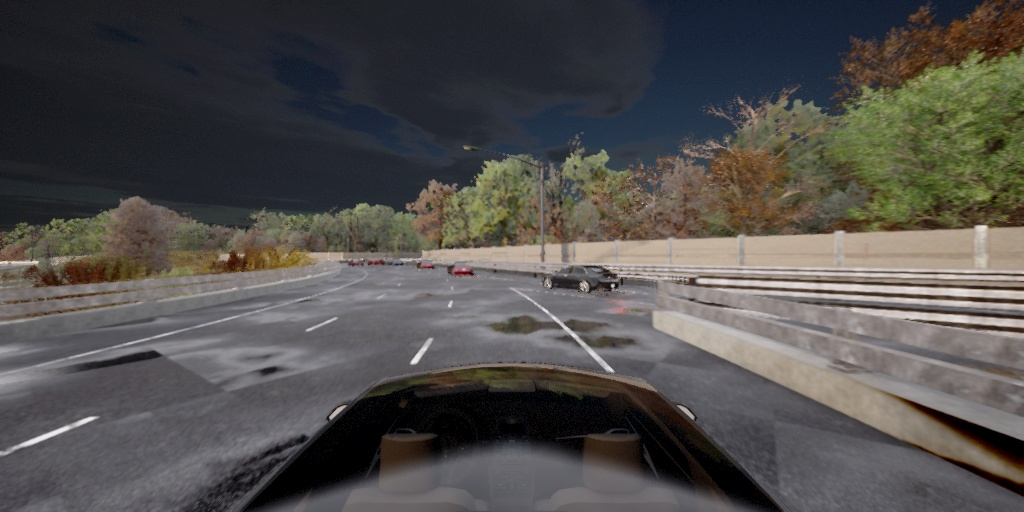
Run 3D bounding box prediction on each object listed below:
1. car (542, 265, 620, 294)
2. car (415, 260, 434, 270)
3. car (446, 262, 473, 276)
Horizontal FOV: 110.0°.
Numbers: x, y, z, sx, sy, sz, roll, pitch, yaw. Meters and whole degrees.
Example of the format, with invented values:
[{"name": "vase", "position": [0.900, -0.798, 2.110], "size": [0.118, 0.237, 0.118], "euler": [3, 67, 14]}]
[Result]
[{"name": "car", "position": [3.651, 1.244, 19.907], "size": [1.837, 1.490, 4.892], "euler": [-1, 0, -35]}, {"name": "car", "position": [-13.273, 1.305, 54.459], "size": [1.994, 1.385, 4.181], "euler": [0, 0, -28]}, {"name": "car", "position": [-5.366, 1.283, 36.506], "size": [1.994, 1.385, 4.181], "euler": [0, 0, -21]}]
